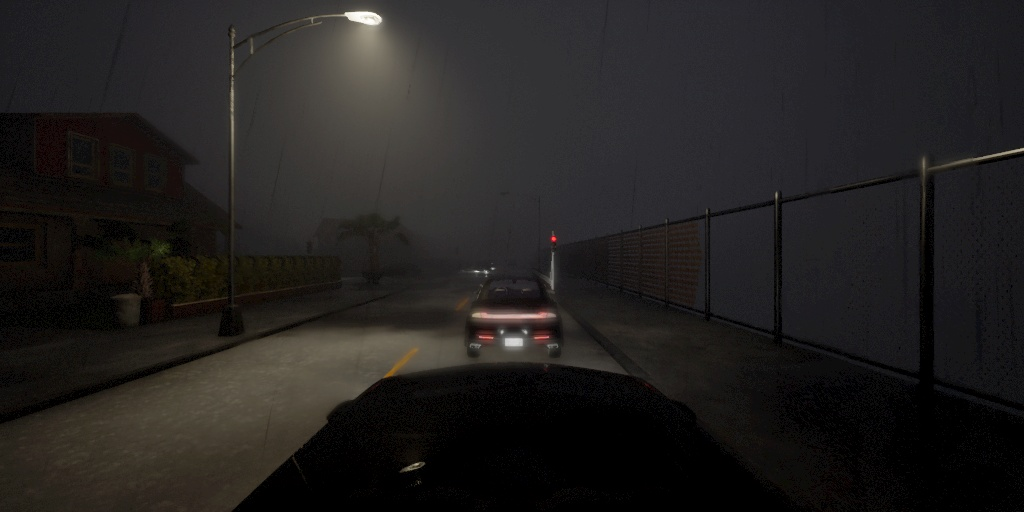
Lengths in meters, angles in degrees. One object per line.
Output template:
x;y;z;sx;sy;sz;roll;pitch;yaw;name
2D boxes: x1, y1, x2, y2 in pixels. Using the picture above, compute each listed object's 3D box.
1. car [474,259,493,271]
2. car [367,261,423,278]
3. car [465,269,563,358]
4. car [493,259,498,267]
-4.114;1.315;49.420;1.994;1.385;4.181;0;0;0;car
-10.605;1.241;32.662;4.902;1.511;2.128;0;1;-6;car
0.052;1.242;8.472;2.128;1.511;4.902;0;0;0;car
-4.079;1.257;64.653;1.837;1.490;4.892;0;0;0;car
